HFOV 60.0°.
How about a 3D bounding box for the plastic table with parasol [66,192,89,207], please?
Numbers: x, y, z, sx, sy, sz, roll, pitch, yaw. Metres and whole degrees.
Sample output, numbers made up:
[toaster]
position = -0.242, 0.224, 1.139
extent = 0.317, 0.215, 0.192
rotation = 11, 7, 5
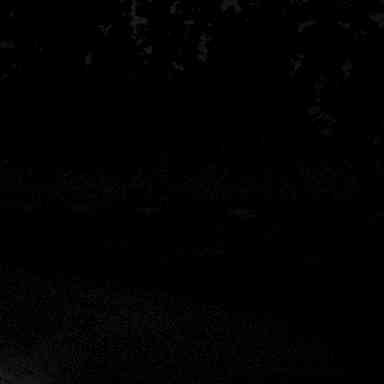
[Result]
[plastic table with parasol]
position = -18.673, 1.209, 54.300
extent = 2.482, 2.480, 2.482
rotation = 0, 0, 33
